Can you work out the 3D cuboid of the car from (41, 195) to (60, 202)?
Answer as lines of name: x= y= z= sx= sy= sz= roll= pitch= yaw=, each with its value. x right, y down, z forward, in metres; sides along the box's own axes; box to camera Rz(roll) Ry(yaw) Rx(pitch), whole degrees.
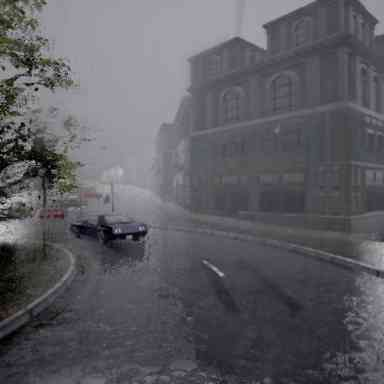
car: x=-16.797 y=1.095 z=40.381 sx=1.994 sy=1.385 sz=4.181 roll=-1 pitch=4 yaw=-6

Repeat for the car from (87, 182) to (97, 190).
car: x=-23.000 y=-1.421 z=76.534 sx=2.033 sy=1.411 sz=5.357 roll=-1 pitch=4 yaw=-14

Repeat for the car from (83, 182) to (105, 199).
car: x=-15.272 y=-0.006 z=51.694 sx=2.150 sy=2.045 sz=5.566 roll=-1 pitch=4 yaw=-8

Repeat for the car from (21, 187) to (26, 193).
car: x=-34.039 y=-0.366 z=61.628 sx=4.892 sy=1.521 sz=2.231 roll=-3 pitch=5 yaw=-30

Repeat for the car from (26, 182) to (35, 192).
car: x=-35.216 y=-0.746 z=67.406 sx=5.008 sy=1.535 sz=2.097 roll=-3 pitch=5 yaw=-31

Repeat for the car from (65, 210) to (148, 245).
car: x=-4.217 y=1.704 z=16.197 sx=1.895 sy=1.301 sz=4.718 roll=-1 pitch=0 yaw=-42

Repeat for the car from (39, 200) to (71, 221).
car: x=-12.110 y=1.730 z=29.348 sx=1.895 sy=1.301 sz=4.718 roll=-1 pitch=2 yaw=-17

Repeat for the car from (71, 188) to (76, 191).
car: x=-18.633 y=0.112 z=53.903 sx=1.882 sy=1.535 sz=5.008 roll=-1 pitch=4 yaw=-8

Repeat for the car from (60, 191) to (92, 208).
car: x=-13.690 y=1.074 z=39.554 sx=1.837 sy=1.490 sz=4.892 roll=-1 pitch=4 yaw=-6

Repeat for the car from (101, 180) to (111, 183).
car: x=-19.985 y=-1.767 z=76.797 sx=2.150 sy=2.045 sz=5.566 roll=-1 pitch=4 yaw=-14

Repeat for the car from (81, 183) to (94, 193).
car: x=-20.921 y=-0.848 z=66.771 sx=2.097 sy=1.767 sz=4.553 roll=-1 pitch=4 yaw=-12

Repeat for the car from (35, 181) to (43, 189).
car: x=-37.177 y=-1.300 z=76.025 sx=4.892 sy=1.521 sz=2.231 roll=-3 pitch=5 yaw=-33

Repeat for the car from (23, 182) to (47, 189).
car: x=-38.621 y=-1.662 z=81.750 sx=4.892 sy=1.521 sz=2.231 roll=-3 pitch=5 yaw=-34

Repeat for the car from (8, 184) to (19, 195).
car: x=-33.526 y=-0.143 z=58.714 sx=4.792 sy=1.488 sz=2.163 roll=-3 pitch=5 yaw=-30

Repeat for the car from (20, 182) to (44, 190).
car: x=-37.886 y=-1.482 z=78.889 sx=4.892 sy=1.521 sz=2.231 roll=-3 pitch=5 yaw=-34

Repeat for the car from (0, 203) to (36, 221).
car: x=-15.516 y=1.703 z=29.498 sx=2.033 sy=1.411 sz=5.357 roll=-1 pitch=2 yaw=-11
